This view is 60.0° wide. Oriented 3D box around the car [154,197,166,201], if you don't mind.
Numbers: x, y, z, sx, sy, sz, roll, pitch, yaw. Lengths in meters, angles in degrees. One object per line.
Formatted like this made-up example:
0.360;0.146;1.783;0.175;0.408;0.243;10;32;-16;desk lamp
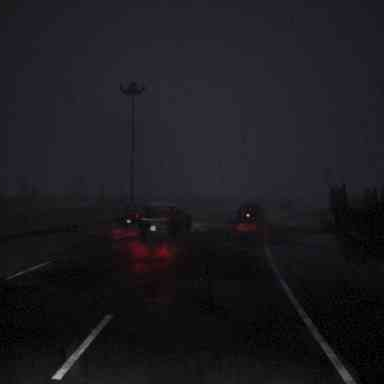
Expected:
-4.680;1.521;55.865;1.994;1.385;4.181;0;0;32;car

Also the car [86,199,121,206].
-8.386;1.442;31.792;2.128;1.511;4.902;0;0;20;car

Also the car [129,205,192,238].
-1.279;1.474;17.644;2.128;1.511;4.902;0;0;12;car

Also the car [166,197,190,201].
-1.724;1.595;53.991;1.895;1.301;4.718;0;0;32;car

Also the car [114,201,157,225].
-3.486;1.572;23.525;1.895;1.301;4.718;0;0;15;car

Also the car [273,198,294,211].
11.388;1.526;41.360;1.812;1.442;4.674;0;0;29;car

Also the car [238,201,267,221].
4.916;1.496;26.962;1.837;1.490;4.892;0;-1;18;car
